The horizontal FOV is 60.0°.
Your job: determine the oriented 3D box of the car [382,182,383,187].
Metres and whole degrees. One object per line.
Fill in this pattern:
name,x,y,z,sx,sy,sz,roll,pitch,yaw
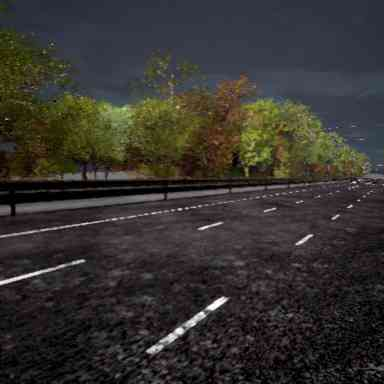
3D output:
car,46.175,-1.988,78.700,2.128,1.511,4.902,5,5,31

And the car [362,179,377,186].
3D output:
car,43.173,-2.267,80.478,2.128,1.511,4.902,5,5,31

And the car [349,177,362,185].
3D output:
car,40.173,-2.593,82.251,1.882,1.535,5.008,5,5,31
